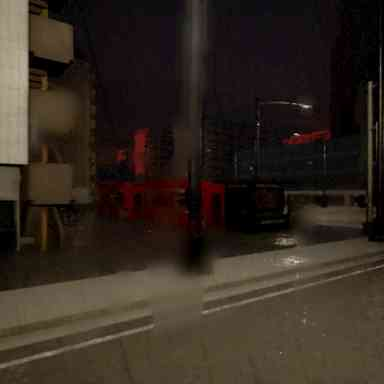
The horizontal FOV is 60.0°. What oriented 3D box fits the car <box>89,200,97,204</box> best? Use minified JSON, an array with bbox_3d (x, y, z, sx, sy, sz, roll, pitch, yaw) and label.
[{"bbox_3d":[-23.494,2.512,78.629,1.895,1.301,4.718,0,0,-36],"label":"car"}]
